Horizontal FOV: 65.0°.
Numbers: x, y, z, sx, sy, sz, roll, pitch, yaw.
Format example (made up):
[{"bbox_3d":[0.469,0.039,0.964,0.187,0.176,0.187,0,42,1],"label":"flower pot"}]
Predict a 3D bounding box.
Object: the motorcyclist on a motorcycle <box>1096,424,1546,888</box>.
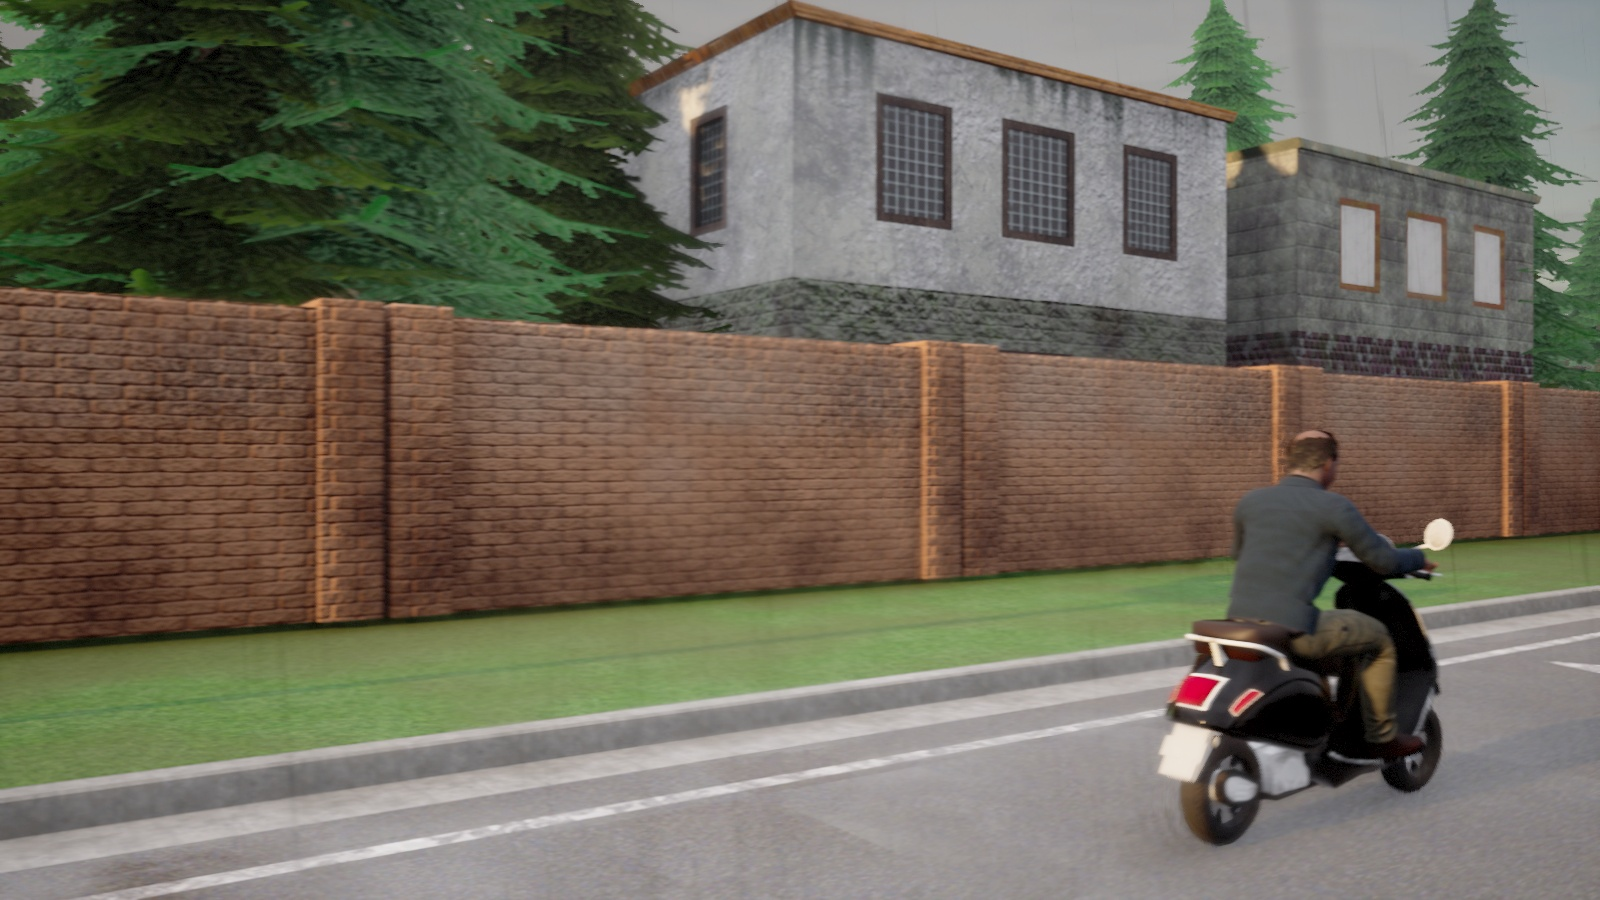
[{"bbox_3d":[2.175,0.706,5.173,1.817,1.590,0.866,0,0,-35],"label":"motorcyclist on a motorcycle"}]
